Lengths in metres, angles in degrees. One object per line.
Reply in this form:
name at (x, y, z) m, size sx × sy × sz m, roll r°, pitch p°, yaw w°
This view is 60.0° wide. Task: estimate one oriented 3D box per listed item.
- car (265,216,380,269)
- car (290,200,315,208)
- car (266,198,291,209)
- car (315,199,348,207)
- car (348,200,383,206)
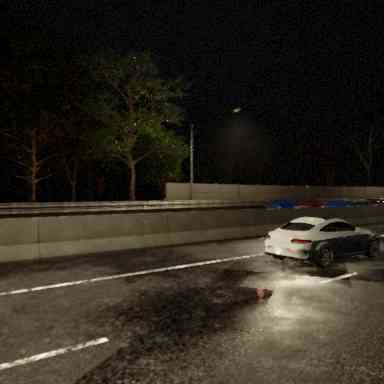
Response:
car at (4.459, 1.557, 11.256) m, size 4.674 × 1.442 × 1.812 m, roll 0°, pitch 0°, yaw -35°
car at (14.348, 1.644, 40.013) m, size 4.674 × 1.442 × 1.812 m, roll 0°, pitch 0°, yaw -35°
car at (11.404, 1.591, 41.998) m, size 5.008 × 1.535 × 1.882 m, roll 0°, pitch 0°, yaw -37°
car at (16.388, 1.596, 37.169) m, size 5.008 × 1.535 × 1.882 m, roll 0°, pitch 0°, yaw -35°
car at (18.670, 1.624, 34.497) m, size 4.892 × 1.490 × 1.837 m, roll 0°, pitch 0°, yaw -35°
